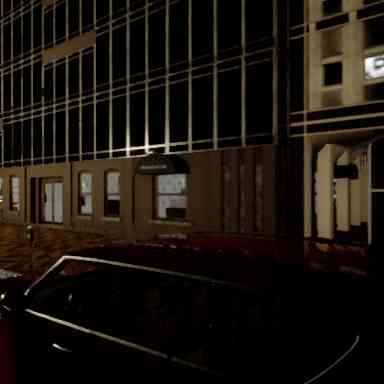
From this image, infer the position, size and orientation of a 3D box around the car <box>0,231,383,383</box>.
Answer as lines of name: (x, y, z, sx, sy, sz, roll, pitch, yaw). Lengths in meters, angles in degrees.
car: (-0.264, 1.309, 3.066, 5.009, 1.841, 2.192, 0, 0, 35)
